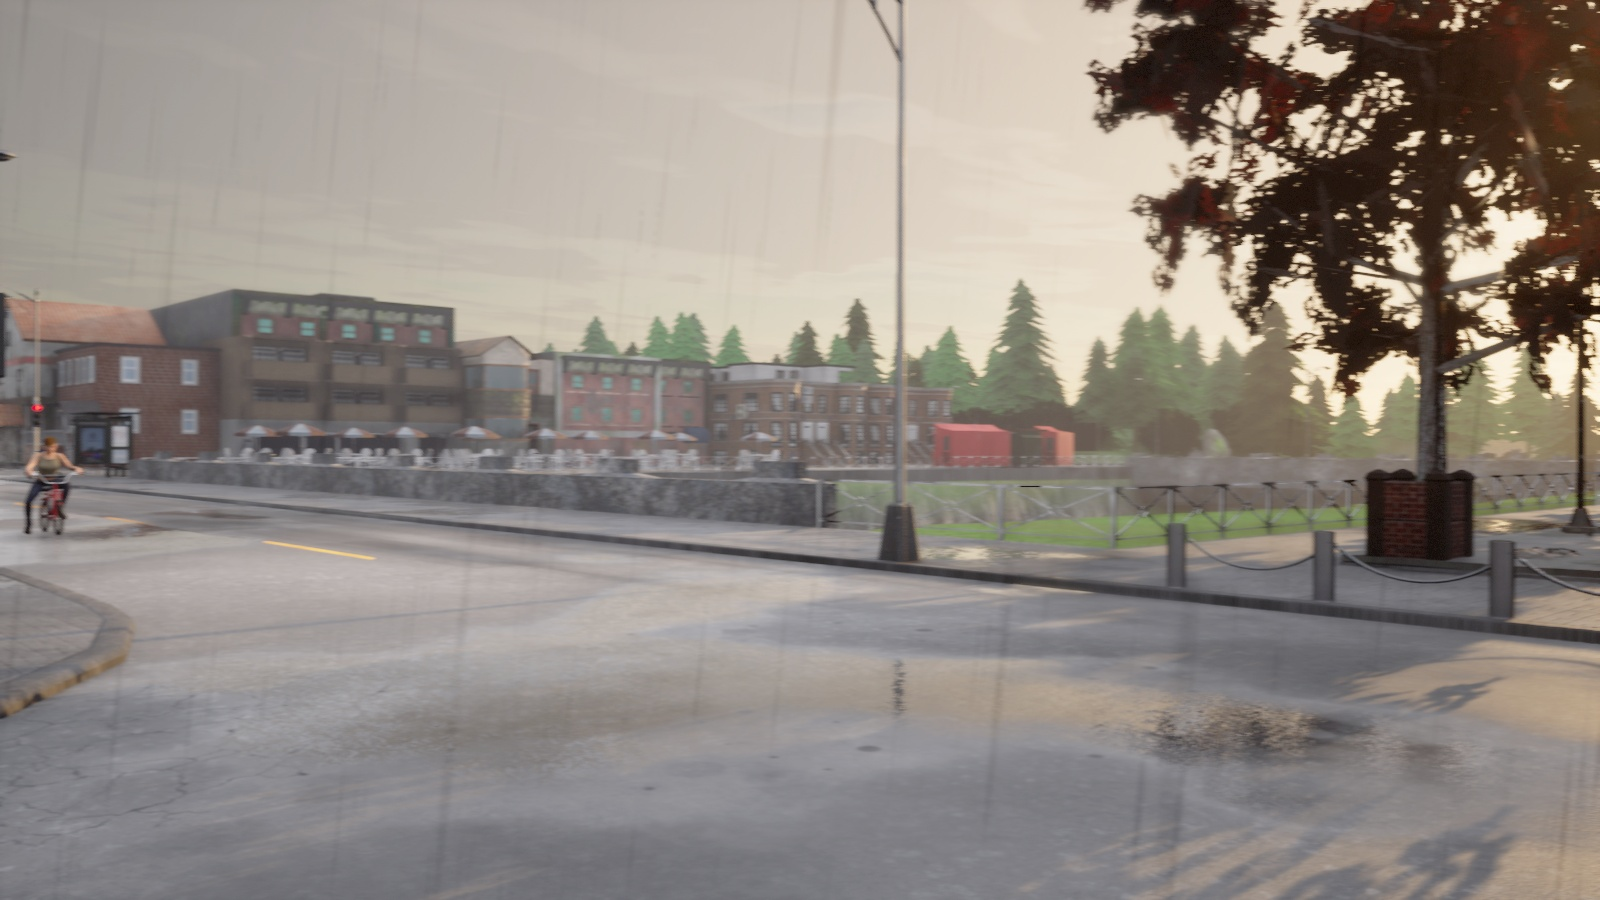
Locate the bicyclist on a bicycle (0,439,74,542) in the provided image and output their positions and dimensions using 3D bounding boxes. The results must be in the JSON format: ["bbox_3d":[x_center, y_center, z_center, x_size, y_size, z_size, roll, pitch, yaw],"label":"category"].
[{"bbox_3d":[-12.583,0.632,20.596,0.866,1.612,1.509,0,0,-43],"label":"bicyclist on a bicycle"}]
